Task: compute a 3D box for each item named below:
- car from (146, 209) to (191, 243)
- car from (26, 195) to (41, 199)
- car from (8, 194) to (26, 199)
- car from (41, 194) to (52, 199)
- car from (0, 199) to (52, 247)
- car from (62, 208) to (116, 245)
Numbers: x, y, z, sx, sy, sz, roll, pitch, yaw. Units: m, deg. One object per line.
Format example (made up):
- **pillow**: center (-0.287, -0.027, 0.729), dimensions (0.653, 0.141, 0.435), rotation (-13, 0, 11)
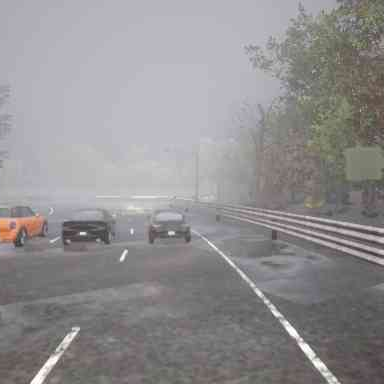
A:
- **car**: center (-1.180, 1.531, 16.018), dimensions (1.812, 1.442, 4.674), rotation (0, 0, -8)
- **car**: center (-39.798, 1.441, 81.588), dimensions (5.008, 1.535, 1.882), rotation (0, 0, 40)
- **car**: center (-42.119, 1.322, 78.970), dimensions (4.553, 1.767, 2.097), rotation (0, 0, 40)
- **car**: center (-37.431, 1.314, 84.169), dimensions (4.553, 1.767, 2.097), rotation (0, 0, 40)
- **car**: center (-8.103, 1.364, 14.985), dimensions (2.097, 1.767, 4.553), rotation (0, 0, -8)
- **car**: center (-4.644, 1.483, 15.517), dimensions (1.882, 1.535, 5.008), rotation (0, 0, -8)
